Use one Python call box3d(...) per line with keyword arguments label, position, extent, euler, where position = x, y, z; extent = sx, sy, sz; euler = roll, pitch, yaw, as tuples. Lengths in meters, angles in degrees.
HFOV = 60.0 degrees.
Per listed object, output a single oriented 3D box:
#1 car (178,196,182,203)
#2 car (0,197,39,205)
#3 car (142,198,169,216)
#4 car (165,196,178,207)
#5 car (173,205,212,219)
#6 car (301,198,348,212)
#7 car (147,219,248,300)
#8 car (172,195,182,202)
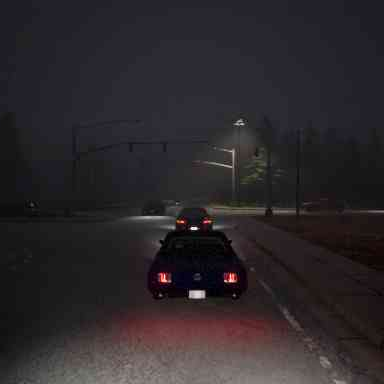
box3d(label="car", position=(-3.543, 1.522, 64.745), extent=(1.994, 1.385, 4.181), euler=(0, 0, 1))
box3d(label="car", position=(-18.343, 1.363, 35.028), extent=(4.553, 1.767, 2.097), euler=(0, 0, 1))
box3d(label="car", position=(-3.606, 1.549, 31.985), extent=(1.994, 1.385, 4.181), euler=(0, 0, 0))
box3d(label="car", position=(-3.602, 1.492, 51.113), extent=(1.812, 1.442, 4.674), euler=(0, 0, 0))
box3d(label="car", position=(0.099, 1.511, 17.396), extent=(1.812, 1.442, 4.674), euler=(0, 0, 0))
box3d(label="car", position=(15.150, 1.473, 38.126), extent=(5.008, 1.535, 1.882), euler=(0, 0, 1))
box3d(label="car", position=(0.099, 1.596, 8.341), extent=(1.895, 1.301, 4.718), euler=(0, 0, 0))
box3d(label="car", position=(-3.390, 1.502, 75.873), extent=(1.994, 1.385, 4.181), euler=(0, 0, 1))
